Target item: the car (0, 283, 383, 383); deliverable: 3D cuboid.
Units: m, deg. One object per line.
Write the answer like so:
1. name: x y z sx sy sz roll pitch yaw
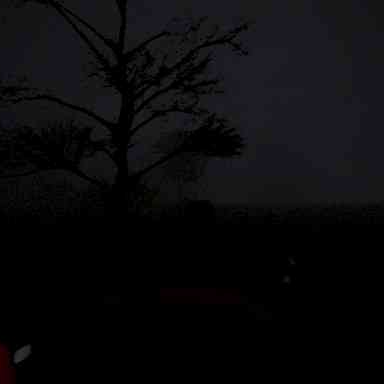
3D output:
1. car: -0.382 1.563 3.001 4.507 1.381 1.887 -1 0 36
